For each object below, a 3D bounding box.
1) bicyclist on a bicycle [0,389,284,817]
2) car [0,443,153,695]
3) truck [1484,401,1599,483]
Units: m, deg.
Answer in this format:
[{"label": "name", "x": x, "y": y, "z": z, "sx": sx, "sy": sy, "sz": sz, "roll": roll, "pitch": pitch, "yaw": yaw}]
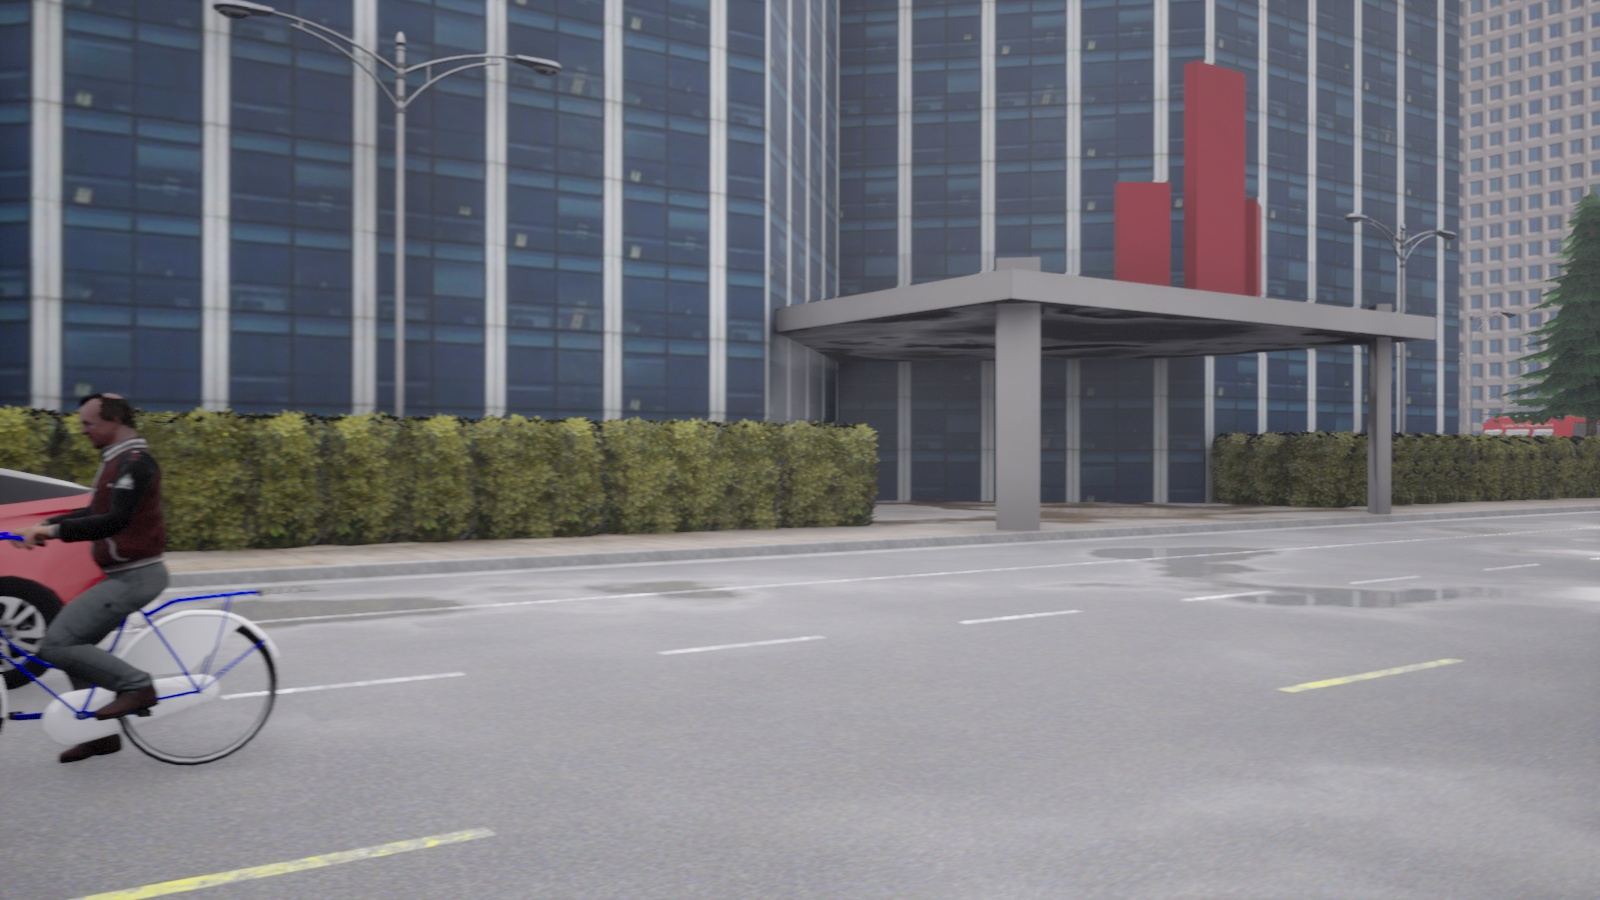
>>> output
[{"label": "bicyclist on a bicycle", "x": -3.350, "y": 0.636, "z": 5.593, "sx": 1.843, "sy": 1.776, "sz": 0.659, "roll": 0, "pitch": 0, "yaw": -35}, {"label": "car", "x": -6.583, "y": 0.724, "z": 7.606, "sx": 4.514, "sy": 1.525, "sz": 2.007, "roll": 0, "pitch": 0, "yaw": -35}, {"label": "truck", "x": 37.963, "y": -0.352, "z": 60.421, "sx": 2.891, "sy": 3.827, "sz": 8.468, "roll": 0, "pitch": 0, "yaw": -34}]
